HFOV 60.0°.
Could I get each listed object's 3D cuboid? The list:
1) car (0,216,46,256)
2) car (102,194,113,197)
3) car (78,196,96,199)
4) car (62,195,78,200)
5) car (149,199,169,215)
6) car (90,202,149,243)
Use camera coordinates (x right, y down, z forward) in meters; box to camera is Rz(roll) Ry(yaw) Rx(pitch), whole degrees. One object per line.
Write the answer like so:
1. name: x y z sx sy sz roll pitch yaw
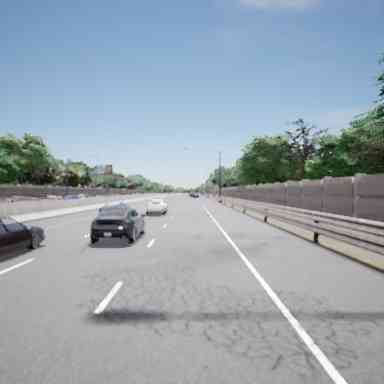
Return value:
1. car: -6.903 1.519 11.150 2.033 1.411 5.357 0 0 0
2. car: -17.545 1.134 68.756 2.097 1.767 4.553 0 0 0
3. car: -21.044 1.398 68.077 1.895 1.301 4.718 0 0 0
4. car: -24.544 1.283 67.271 1.882 1.535 5.008 0 0 0
5. car: -3.421 1.438 33.097 1.812 1.442 4.674 0 0 0
6. car: -3.410 1.465 15.883 1.837 1.490 4.892 0 0 0
